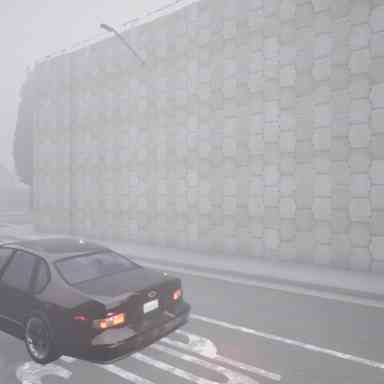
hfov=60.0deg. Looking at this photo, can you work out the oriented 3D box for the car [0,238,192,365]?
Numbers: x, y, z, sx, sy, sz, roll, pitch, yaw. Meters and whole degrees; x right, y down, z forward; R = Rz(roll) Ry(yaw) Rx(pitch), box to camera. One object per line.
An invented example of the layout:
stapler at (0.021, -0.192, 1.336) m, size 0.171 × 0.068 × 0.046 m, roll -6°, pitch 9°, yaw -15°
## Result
car at (-2.592, 1.547, 5.825) m, size 5.357 × 1.411 × 2.033 m, roll 0°, pitch 0°, yaw 35°
